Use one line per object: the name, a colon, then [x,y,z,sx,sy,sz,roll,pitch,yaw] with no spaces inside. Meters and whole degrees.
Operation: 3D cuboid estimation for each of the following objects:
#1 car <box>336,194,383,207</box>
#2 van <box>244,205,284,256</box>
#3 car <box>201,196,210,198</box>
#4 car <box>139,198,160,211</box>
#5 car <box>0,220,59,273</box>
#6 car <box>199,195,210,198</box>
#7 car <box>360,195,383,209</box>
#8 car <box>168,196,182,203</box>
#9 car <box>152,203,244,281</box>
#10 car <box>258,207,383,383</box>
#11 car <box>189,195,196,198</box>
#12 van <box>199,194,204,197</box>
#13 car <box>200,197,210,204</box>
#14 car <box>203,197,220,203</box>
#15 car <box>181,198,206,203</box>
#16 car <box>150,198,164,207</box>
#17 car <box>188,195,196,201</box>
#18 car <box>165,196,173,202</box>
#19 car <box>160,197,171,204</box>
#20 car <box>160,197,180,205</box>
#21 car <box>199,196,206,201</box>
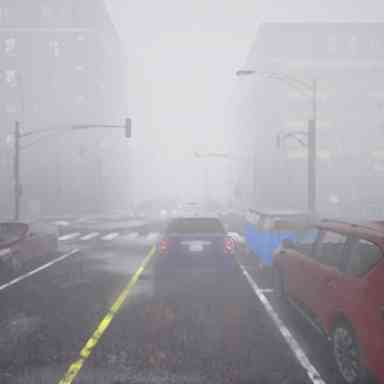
car: [15.779,1.081,30.208,5.009,1.841,2.192,-1,1,0]
van: [2.689,1.358,10.683,1.690,1.788,3.998,0,0,0]
car: [2.716,1.652,48.600,1.947,1.339,4.313,0,0,0]
car: [-5.669,1.641,43.094,1.947,1.339,4.313,0,0,0]
car: [-5.690,1.599,10.689,1.802,1.307,4.206,0,0,0]
car: [2.723,1.655,59.647,1.887,1.381,4.507,0,0,0]
car: [17.143,1.240,27.643,5.008,1.535,1.882,-1,0,0]
car: [-2.994,1.468,61.882,2.097,1.767,4.553,0,0,1]
car: [0.107,1.368,10.102,2.097,1.767,4.553,0,0,0]
car: [2.685,1.323,5.155,2.192,1.841,5.009,0,0,0]
car: [0.047,1.657,72.534,1.812,1.442,4.674,0,0,0]
van: [2.725,1.464,65.171,1.690,1.788,3.998,0,0,0]
car: [2.730,1.702,70.694,1.947,1.339,4.313,0,0,0]
car: [2.712,1.657,43.077,1.802,1.307,4.206,0,0,0]
car: [0.123,1.581,33.123,1.812,1.442,4.674,0,0,0]
car: [-5.662,1.664,54.142,1.947,1.339,4.313,0,0,0]
car: [0.055,1.537,82.540,2.033,1.411,5.357,0,0,0]
car: [-5.643,1.745,81.759,1.802,1.307,4.206,0,0,0]
car: [-5.651,1.681,70.712,1.887,1.381,4.507,0,0,0]
car: [-3.057,1.681,45.631,1.895,1.301,4.718,0,0,0]
car: [2.741,1.702,87.434,1.752,1.417,4.829,-1,0,0]
